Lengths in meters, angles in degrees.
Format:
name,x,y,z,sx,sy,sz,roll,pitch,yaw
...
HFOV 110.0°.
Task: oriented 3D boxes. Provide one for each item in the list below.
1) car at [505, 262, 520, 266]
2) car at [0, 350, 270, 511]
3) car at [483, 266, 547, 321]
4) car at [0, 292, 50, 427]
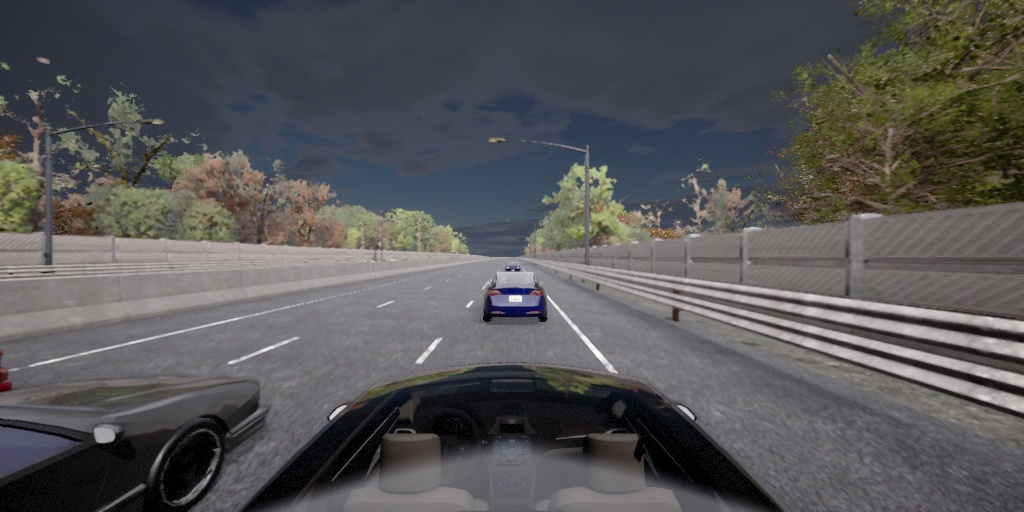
name,x,y,z,sx,sy,sz,roll,pitch,yaw
car,0.109,1.362,43.232,1.895,1.301,4.718,0,0,0
car,-3.403,1.297,1.171,2.033,1.411,5.357,0,0,0
car,0.103,1.256,12.500,2.163,1.488,4.792,0,0,0
car,-6.899,1.228,2.119,1.882,1.535,5.008,0,0,0
